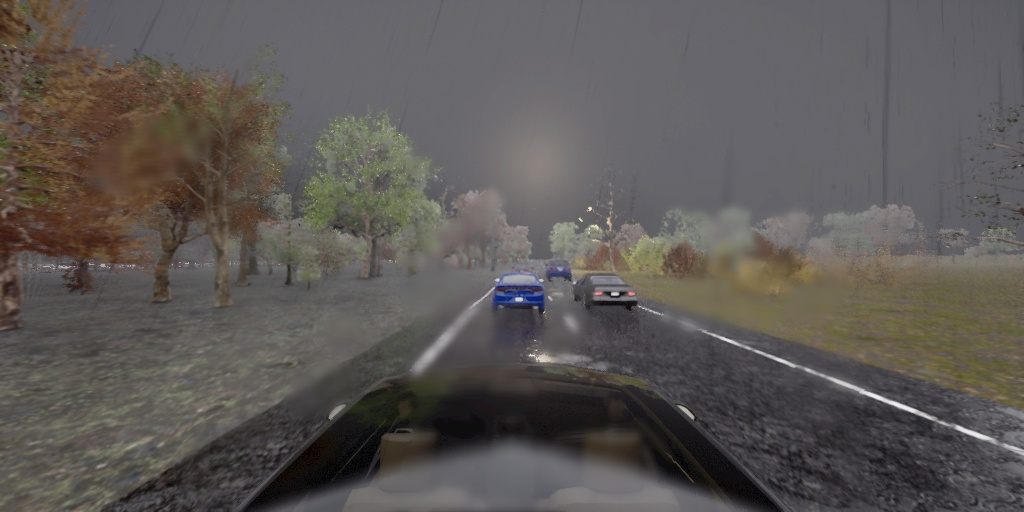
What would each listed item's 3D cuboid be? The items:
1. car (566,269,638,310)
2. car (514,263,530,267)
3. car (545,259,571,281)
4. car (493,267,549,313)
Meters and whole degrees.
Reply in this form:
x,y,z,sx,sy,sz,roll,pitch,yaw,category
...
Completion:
x,y,z,sx,sy,sz,roll,pitch,yaw,category
3.810,1.458,15.533,2.033,1.411,5.357,0,-1,1,car
0.995,1.491,35.434,2.097,1.767,4.553,0,-1,3,car
4.465,1.353,34.790,2.150,2.045,5.566,0,-1,3,car
0.301,1.380,14.911,1.882,1.535,5.008,0,0,1,car
